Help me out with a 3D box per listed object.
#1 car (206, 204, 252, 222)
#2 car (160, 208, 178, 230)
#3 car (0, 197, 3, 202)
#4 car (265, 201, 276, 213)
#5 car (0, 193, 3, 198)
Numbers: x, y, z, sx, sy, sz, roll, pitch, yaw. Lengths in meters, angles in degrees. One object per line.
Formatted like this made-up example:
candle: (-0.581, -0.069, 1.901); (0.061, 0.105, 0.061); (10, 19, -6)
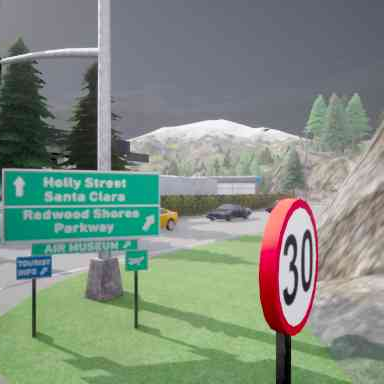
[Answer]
car: (3.359, 1.739, 29.098); (2.033, 1.411, 5.357); (0, 0, 36)
car: (-2.912, 1.669, 20.479); (1.882, 1.535, 5.008); (0, 0, 36)
car: (-12.368, 1.505, 26.054); (1.905, 1.878, 3.866); (0, 0, 35)
car: (10.394, 1.739, 38.744); (2.033, 1.411, 5.357); (0, 0, 36)
car: (-38.568, 1.490, 69.998); (4.514, 1.523, 2.007); (0, 0, 35)
